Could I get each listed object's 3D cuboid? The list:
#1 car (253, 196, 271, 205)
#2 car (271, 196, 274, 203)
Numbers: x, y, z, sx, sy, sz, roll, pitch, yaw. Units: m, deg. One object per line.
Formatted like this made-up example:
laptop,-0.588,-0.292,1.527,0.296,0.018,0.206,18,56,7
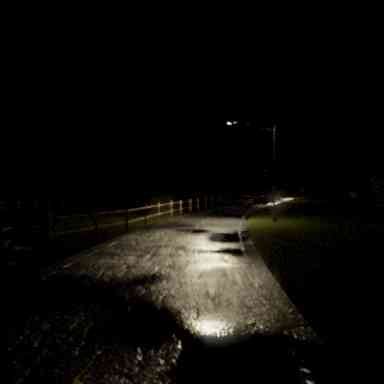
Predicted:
car,11.642,1.478,56.591,2.033,1.411,5.357,0,0,21
car,15.358,1.462,66.338,1.994,1.385,4.181,0,0,21
